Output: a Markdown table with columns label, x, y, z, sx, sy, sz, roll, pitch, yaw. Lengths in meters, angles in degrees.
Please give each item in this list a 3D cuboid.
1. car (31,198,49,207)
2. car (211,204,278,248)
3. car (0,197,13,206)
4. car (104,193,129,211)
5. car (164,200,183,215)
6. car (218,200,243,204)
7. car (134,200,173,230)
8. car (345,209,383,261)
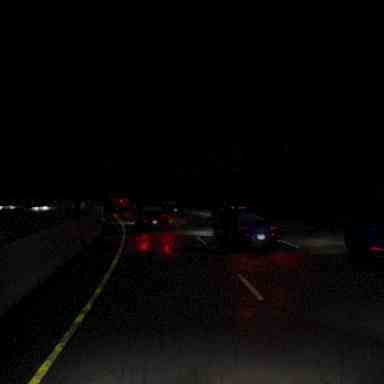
| label | x | y | z | sx | sy | sz | roll | pitch | yaw |
| --- | --- | --- | --- | --- | --- | --- | --- | --- | --- |
| car | -23.137 | 1.599 | 50.443 | 1.994 | 1.385 | 4.181 | -1 | 0 | -34 |
| car | 2.207 | 1.487 | 14.601 | 1.812 | 1.442 | 4.674 | 0 | 0 | -9 |
| car | -31.259 | 1.570 | 55.561 | 1.882 | 1.535 | 5.008 | -1 | 0 | -39 |
| car | -9.213 | 1.175 | 40.405 | 2.150 | 2.045 | 5.566 | 0 | 0 | -25 |
| car | -2.236 | 1.464 | 32.371 | 1.812 | 1.442 | 4.674 | 0 | 0 | -18 |
| car | 2.998 | 1.417 | 27.288 | 2.128 | 1.511 | 4.902 | 0 | 0 | -15 |
| car | -2.574 | 1.493 | 20.855 | 1.812 | 1.442 | 4.674 | 0 | 0 | -12 |
| car | 6.476 | 1.182 | 9.006 | 2.150 | 2.045 | 5.566 | 0 | 0 | -6 |
